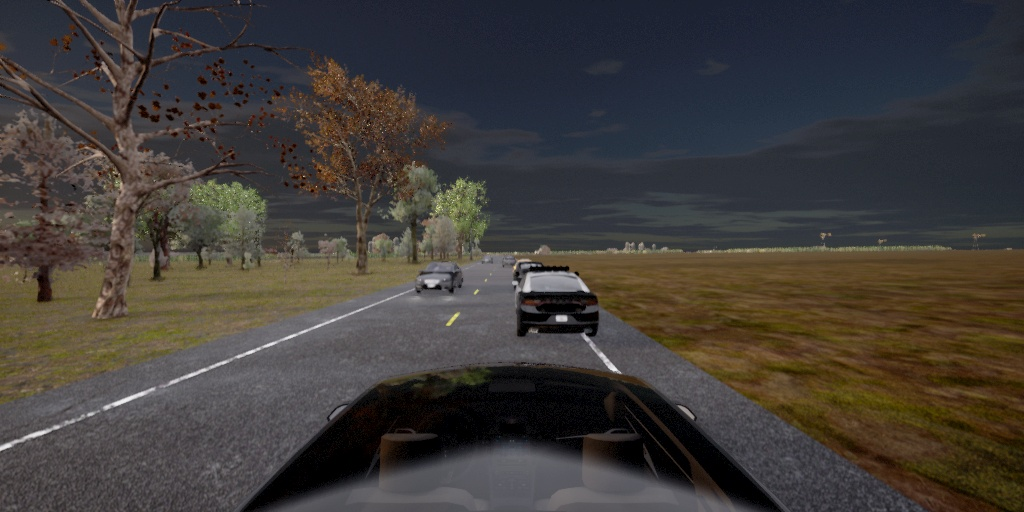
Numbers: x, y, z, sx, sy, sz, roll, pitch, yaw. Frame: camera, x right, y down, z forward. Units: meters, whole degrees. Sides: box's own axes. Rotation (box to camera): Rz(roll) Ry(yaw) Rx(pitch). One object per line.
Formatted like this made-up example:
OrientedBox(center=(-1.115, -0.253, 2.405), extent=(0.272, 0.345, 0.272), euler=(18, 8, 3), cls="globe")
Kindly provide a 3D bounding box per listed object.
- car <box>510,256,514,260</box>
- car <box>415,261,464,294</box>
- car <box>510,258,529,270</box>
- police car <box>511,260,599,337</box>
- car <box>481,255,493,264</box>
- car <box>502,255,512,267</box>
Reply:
OrientedBox(center=(0.937, 0.937, 26.223), extent=(1.801, 1.575, 5.366), euler=(0, 1, -1), cls="car")
OrientedBox(center=(-3.659, 1.053, 18.703), extent=(2.128, 1.511, 4.902), euler=(0, 1, 0), cls="car")
OrientedBox(center=(0.985, 1.053, 20.028), extent=(1.837, 1.490, 4.892), euler=(0, 1, 0), cls="car")
OrientedBox(center=(1.036, 1.081, 10.127), extent=(1.930, 1.638, 5.238), euler=(0, 1, 0), cls="police car")
OrientedBox(center=(-4.201, 0.613, 61.159), extent=(2.128, 1.511, 4.902), euler=(0, 1, -1), cls="car")
OrientedBox(center=(-0.379, 0.735, 49.091), extent=(2.128, 1.511, 4.902), euler=(0, 0, -1), cls="car")
